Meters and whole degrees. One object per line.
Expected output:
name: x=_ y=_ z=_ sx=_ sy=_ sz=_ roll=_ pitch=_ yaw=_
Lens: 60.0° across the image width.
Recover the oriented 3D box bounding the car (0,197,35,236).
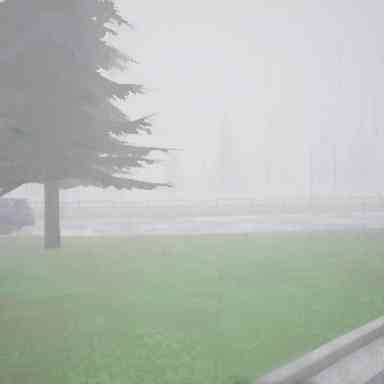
car: x=-11.838 y=1.345 z=18.551 sx=5.566 sy=2.045 sz=2.150 roll=-1 pitch=0 yaw=-12

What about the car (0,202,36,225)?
car: x=-14.671 y=1.624 z=25.059 sx=5.008 sy=1.535 sz=1.882 roll=-1 pitch=0 yaw=-16
